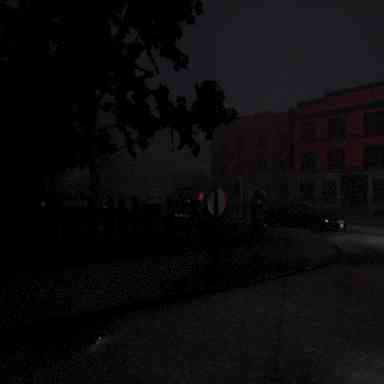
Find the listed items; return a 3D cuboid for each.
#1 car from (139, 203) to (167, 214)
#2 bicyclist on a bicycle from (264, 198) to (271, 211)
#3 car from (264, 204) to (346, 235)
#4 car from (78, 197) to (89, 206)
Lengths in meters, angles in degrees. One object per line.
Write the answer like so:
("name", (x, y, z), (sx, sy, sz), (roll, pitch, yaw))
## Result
("car", (-3.909, 1.525, 33.665), (1.812, 1.442, 4.674), (0, 0, -35))
("bicyclist on a bicycle", (7.196, 1.348, 32.553), (1.656, 1.620, 0.582), (0, 0, -35))
("car", (6.356, 1.491, 19.266), (2.128, 1.511, 4.902), (0, 0, -36))
("car", (-16.361, 1.507, 51.291), (1.837, 1.490, 4.892), (0, 0, -35))
